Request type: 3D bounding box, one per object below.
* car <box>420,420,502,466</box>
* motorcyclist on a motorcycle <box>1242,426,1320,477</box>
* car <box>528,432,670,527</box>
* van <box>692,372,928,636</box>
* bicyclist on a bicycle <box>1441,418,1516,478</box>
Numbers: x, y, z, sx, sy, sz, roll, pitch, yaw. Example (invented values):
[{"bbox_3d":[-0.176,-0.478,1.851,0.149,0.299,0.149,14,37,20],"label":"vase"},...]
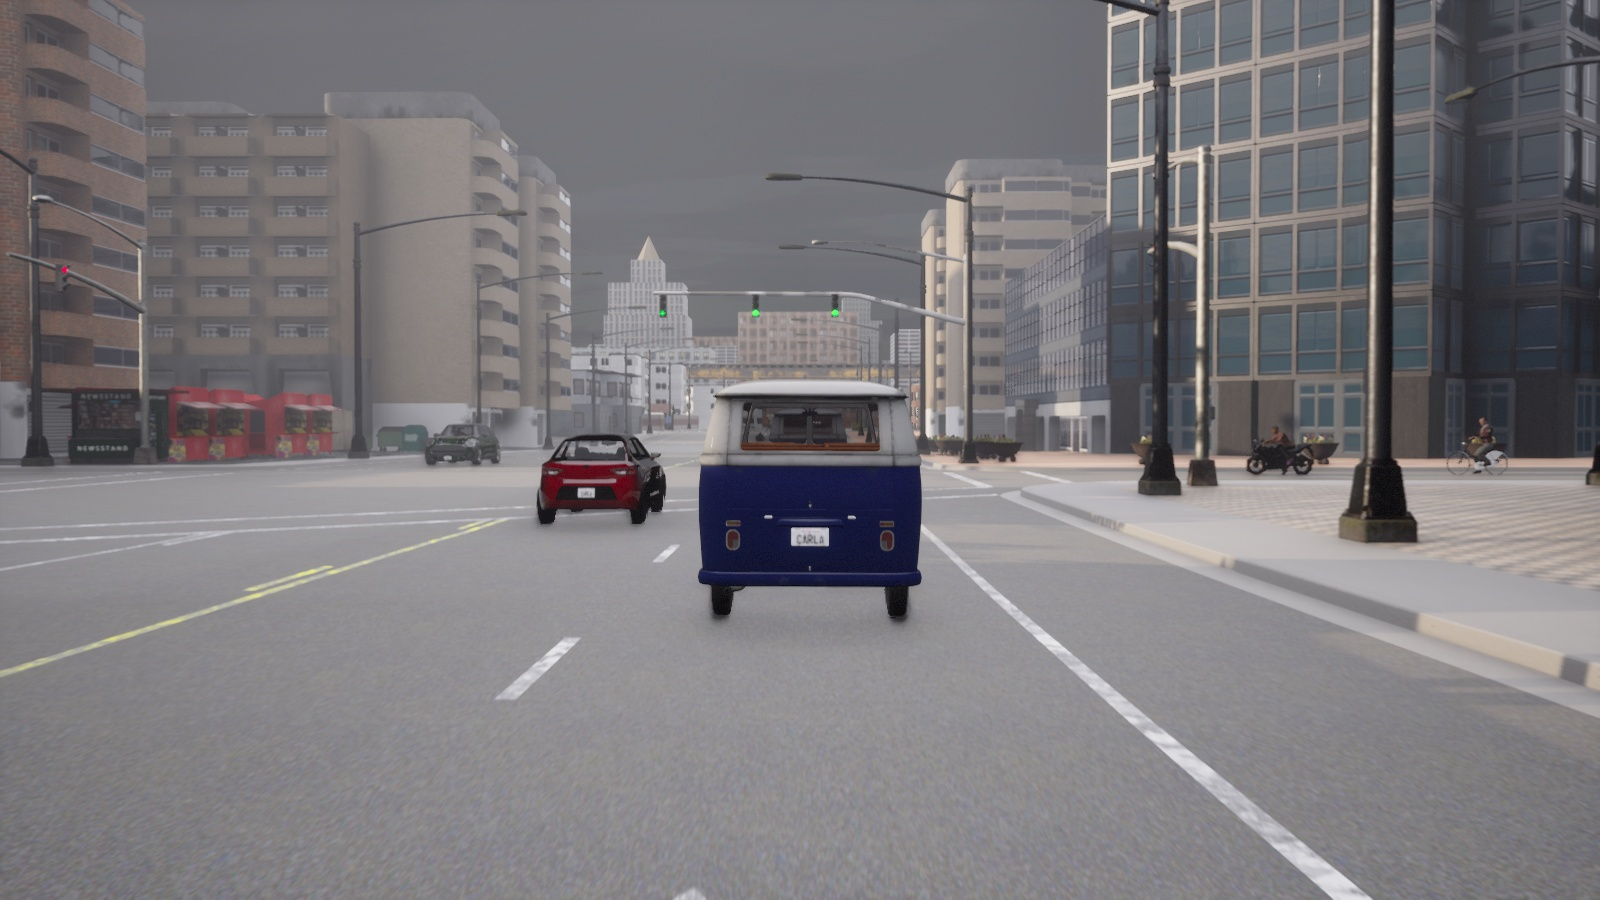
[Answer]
[{"bbox_3d":[-13.692,-0.301,50.975,2.097,1.767,4.553,0,1,0],"label":"car"},{"bbox_3d":[14.513,0.047,37.942,2.044,1.523,0.797,0,1,1],"label":"motorcyclist on a motorcycle"},{"bbox_3d":[-3.387,0.437,21.905,1.816,1.474,4.193,0,1,0],"label":"car"},{"bbox_3d":[0.084,0.367,11.740,1.775,1.987,4.442,0,1,0],"label":"van"},{"bbox_3d":[20.445,-0.059,37.859,1.843,1.776,0.659,0,1,1],"label":"bicyclist on a bicycle"}]
